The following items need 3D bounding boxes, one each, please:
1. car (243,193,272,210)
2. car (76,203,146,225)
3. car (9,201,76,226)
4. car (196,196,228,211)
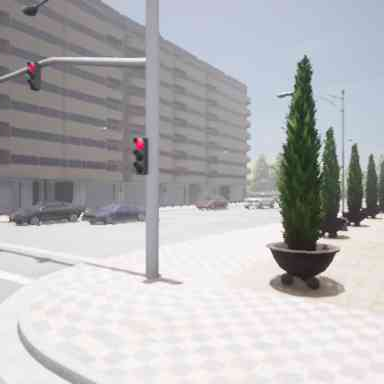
[{"bbox_3d":[8.662,1.155,42.711,2.150,2.045,5.566,0,0,37],"label":"car"},{"bbox_3d":[-5.189,1.479,23.759,2.033,1.411,5.357,0,0,36],"label":"car"},{"bbox_3d":[-9.995,1.432,23.029,1.837,1.490,4.892,0,1,35],"label":"car"},{"bbox_3d":[2.462,1.281,40.194,2.097,1.767,4.553,0,0,36],"label":"car"}]
